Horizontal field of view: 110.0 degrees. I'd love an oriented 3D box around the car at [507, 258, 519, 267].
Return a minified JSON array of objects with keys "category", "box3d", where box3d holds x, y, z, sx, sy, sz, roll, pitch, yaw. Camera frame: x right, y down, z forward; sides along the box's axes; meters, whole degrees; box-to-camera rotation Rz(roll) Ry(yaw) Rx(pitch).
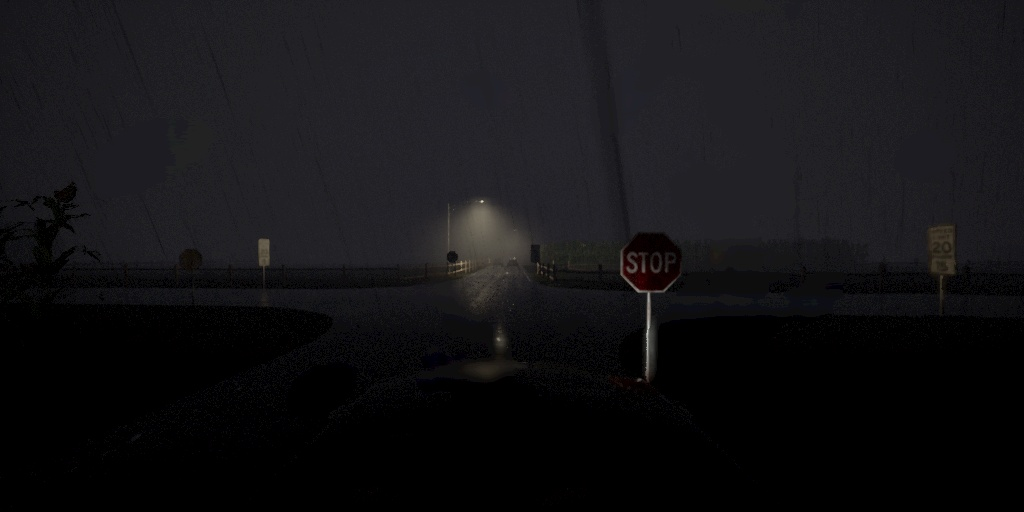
[{"category":"car","box3d":[0.155,1.247,63.840,1.994,1.385,4.181,0,0,0]}]
